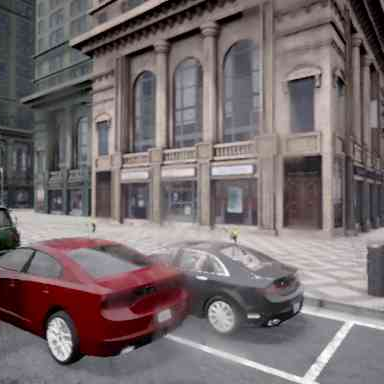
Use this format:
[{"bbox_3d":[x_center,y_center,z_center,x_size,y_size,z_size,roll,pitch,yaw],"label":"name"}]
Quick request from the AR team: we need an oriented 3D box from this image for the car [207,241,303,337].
[{"bbox_3d":[-0.052,1.659,6.733,4.403,1.369,2.008,0,-1,37],"label":"car"}]

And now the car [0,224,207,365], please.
[{"bbox_3d":[-2.380,1.566,6.046,5.008,1.535,1.882,0,-1,36],"label":"car"}]

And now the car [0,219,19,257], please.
[{"bbox_3d":[-8.901,1.756,13.350,4.206,1.307,1.802,0,-1,37],"label":"car"}]

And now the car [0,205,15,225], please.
[{"bbox_3d":[-7.174,1.349,9.725,5.566,2.045,2.150,0,-1,37],"label":"car"}]
